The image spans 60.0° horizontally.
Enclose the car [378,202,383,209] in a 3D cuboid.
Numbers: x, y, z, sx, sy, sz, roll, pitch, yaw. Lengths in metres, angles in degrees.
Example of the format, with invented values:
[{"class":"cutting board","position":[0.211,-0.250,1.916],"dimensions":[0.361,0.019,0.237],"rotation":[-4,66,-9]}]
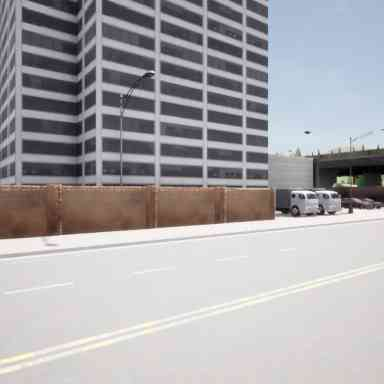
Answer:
[{"class":"car","position":[22.980,1.508,44.099],"dimensions":[1.994,1.385,4.181],"rotation":[0,0,-36]}]

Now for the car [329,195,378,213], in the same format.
[{"class":"car","position":[20.252,1.470,41.897],"dimensions":[1.812,1.442,4.674],"rotation":[0,0,-36]}]
